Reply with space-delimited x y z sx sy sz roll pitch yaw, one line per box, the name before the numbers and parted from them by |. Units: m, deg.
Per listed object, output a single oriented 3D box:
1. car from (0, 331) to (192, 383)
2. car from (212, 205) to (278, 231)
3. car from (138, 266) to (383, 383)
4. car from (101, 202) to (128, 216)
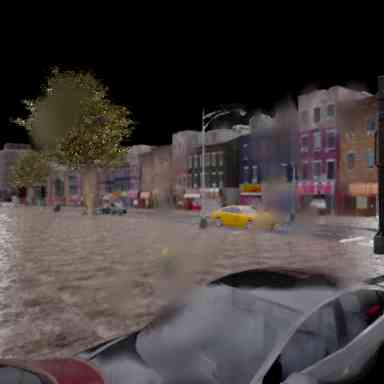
car | -2.249 1.583 1.206 4.206 1.307 1.802 0 0 -35
car | 3.354 1.623 21.863 1.882 1.535 5.008 0 -1 -36
car | 0.733 1.563 3.333 4.313 1.339 1.947 0 0 -35
car | -9.354 1.979 39.584 1.837 1.490 4.892 0 -1 -36
